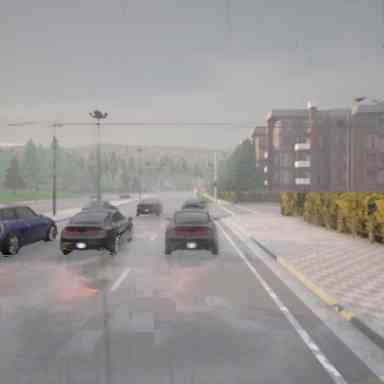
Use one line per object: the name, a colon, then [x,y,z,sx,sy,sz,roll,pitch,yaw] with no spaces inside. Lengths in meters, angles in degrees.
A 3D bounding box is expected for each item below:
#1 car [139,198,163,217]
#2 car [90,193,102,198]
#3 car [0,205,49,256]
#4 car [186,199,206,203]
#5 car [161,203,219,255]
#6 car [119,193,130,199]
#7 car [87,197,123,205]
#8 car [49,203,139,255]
car: [-3.654,1.278,29.175,1.882,1.535,5.008,0,1,-1]
car: [-23.576,0.997,81.417,1.994,1.385,4.181,0,0,0]
car: [-7.003,1.263,12.804,2.097,1.767,4.553,0,0,0]
car: [0.381,1.314,27.995,1.837,1.490,4.892,-1,1,9]
car: [-0.002,1.417,12.967,1.837,1.490,4.892,0,1,0]
car: [-16.576,0.922,81.489,1.882,1.535,5.008,0,0,0]
car: [-7.116,1.371,25.775,2.033,1.411,5.357,0,0,-1]
car: [-3.502,1.417,12.958,1.837,1.490,4.892,0,1,0]
